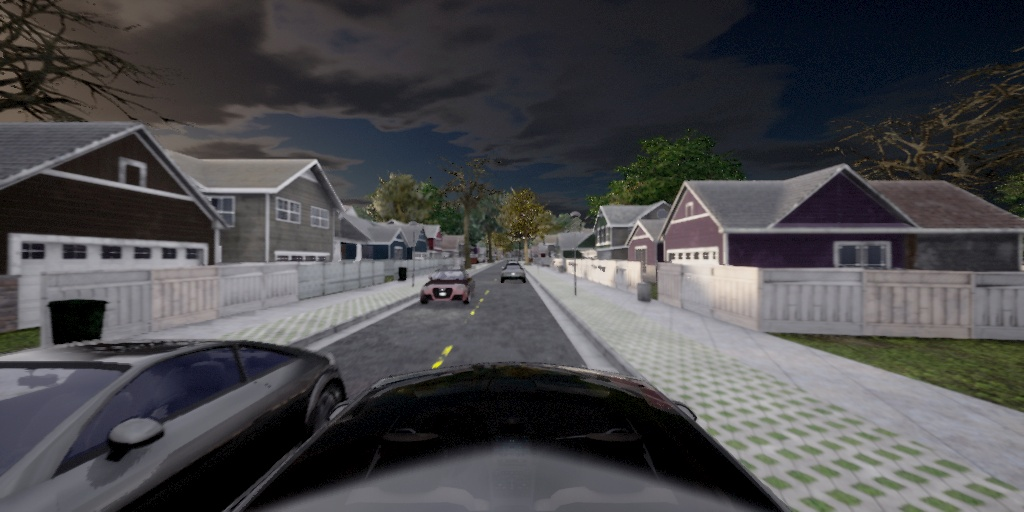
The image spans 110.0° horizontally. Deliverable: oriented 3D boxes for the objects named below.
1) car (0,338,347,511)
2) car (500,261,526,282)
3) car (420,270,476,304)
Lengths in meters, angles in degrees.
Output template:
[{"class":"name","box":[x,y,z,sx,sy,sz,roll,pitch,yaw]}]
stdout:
[{"class":"car","box":[-2.826,1.314,2.275,1.994,1.385,4.181,0,0,0]},{"class":"car","box":[0.101,1.328,28.787,1.994,1.385,4.181,0,0,0]},{"class":"car","box":[-2.748,1.319,16.192,1.994,1.385,4.181,0,0,0]}]
